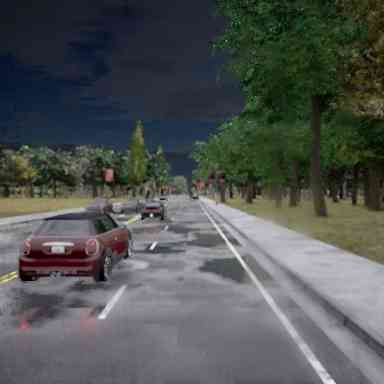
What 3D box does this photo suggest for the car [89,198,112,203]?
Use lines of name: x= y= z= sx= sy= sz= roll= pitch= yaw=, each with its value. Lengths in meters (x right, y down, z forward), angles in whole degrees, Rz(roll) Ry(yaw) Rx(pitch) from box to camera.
car: x=-9.841 y=1.436 z=35.616 sx=2.097 sy=1.767 sz=4.553 roll=0 pitch=0 yaw=0

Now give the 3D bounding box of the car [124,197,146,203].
car: x=-6.590 y=1.593 z=36.438 sx=1.837 sy=1.490 sz=4.892 roll=0 pitch=-1 yaw=0

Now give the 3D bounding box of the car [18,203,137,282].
car: x=-3.149 y=1.374 z=9.951 sx=2.097 sy=1.767 sz=4.553 roll=0 pitch=0 yaw=0

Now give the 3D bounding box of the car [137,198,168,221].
car: x=-3.149 y=1.569 z=28.281 sx=1.837 sy=1.490 sz=4.892 roll=0 pitch=0 yaw=0

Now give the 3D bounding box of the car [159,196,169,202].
car: x=-6.498 y=1.565 z=76.953 sx=1.895 sy=1.301 sz=4.718 roll=0 pitch=0 yaw=0

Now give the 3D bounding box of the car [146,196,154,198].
car: x=-9.748 y=1.601 z=76.574 sx=1.994 sy=1.385 sz=4.181 roll=0 pitch=0 yaw=0
